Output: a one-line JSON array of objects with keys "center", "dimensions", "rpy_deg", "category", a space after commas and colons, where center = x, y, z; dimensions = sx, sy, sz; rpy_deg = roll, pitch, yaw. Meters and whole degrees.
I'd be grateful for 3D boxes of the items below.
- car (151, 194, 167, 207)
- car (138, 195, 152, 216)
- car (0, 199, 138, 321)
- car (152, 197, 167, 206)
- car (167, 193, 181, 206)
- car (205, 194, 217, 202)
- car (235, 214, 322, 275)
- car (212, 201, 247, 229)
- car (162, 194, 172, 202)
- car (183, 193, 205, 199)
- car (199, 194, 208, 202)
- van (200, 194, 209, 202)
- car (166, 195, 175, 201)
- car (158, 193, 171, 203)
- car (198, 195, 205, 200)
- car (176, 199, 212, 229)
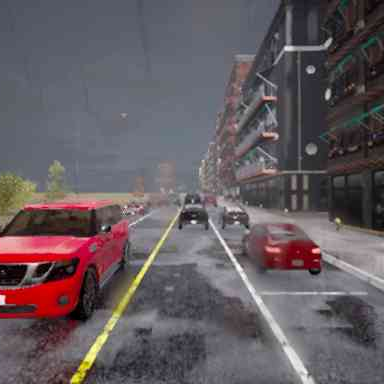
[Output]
[{"center": [-5.296, 1.252, 48.603], "dimensions": [2.192, 1.841, 5.009], "rpy_deg": [1, 0, 0], "category": "car"}, {"center": [-5.300, 1.398, 31.994], "dimensions": [1.967, 1.590, 4.097], "rpy_deg": [1, 0, 0], "category": "car"}, {"center": [-2.850, 1.211, 7.589], "dimensions": [2.150, 2.045, 5.566], "rpy_deg": [0, 0, 0], "category": "car"}, {"center": [-5.298, 1.481, 54.140], "dimensions": [2.008, 1.369, 4.403], "rpy_deg": [1, 0, 0], "category": "car"}, {"center": [-2.824, 1.156, 50.081], "dimensions": [2.150, 2.045, 5.566], "rpy_deg": [0, 0, 0], "category": "car"}, {"center": [2.584, 1.251, 48.968], "dimensions": [2.192, 1.841, 5.009], "rpy_deg": [1, 0, 0], "category": "car"}, {"center": [2.575, 1.568, 10.154], "dimensions": [1.802, 1.307, 4.206], "rpy_deg": [1, 0, 0], "category": "car"}, {"center": [2.577, 1.523, 21.244], "dimensions": [2.008, 1.369, 4.403], "rpy_deg": [1, 0, 0], "category": "car"}, {"center": [-5.294, 1.349, 70.748], "dimensions": [1.967, 1.590, 4.097], "rpy_deg": [1, 0, 0], "category": "car"}, {"center": [0.105, 1.170, 40.713], "dimensions": [2.150, 2.045, 5.566], "rpy_deg": [0, 0, 0], "category": "car"}, {"center": [2.587, 1.341, 76.693], "dimensions": [1.967, 1.590, 4.097], "rpy_deg": [1, 0, 0], "category": "car"}, {"center": [2.587, 1.249, 71.148], "dimensions": [1.690, 1.788, 3.998], "rpy_deg": [1, 0, 0], "category": "van"}, {"center": [-5.294, 1.439, 81.821], "dimensions": [1.887, 1.381, 4.507], "rpy_deg": [1, 0, 0], "category": "car"}, {"center": [-5.294, 1.231, 65.212], "dimensions": [2.192, 1.841, 5.009], "rpy_deg": [1, 0, 0], "category": "car"}, {"center": [2.587, 1.412, 87.953], "dimensions": [1.752, 1.417, 4.829], "rpy_deg": [1, 0, 0], "category": "car"}, {"center": [0.103, 1.477, 21.617], "dimensions": [1.837, 1.490, 4.892], "rpy_deg": [0, 0, 0], "category": "car"}]
